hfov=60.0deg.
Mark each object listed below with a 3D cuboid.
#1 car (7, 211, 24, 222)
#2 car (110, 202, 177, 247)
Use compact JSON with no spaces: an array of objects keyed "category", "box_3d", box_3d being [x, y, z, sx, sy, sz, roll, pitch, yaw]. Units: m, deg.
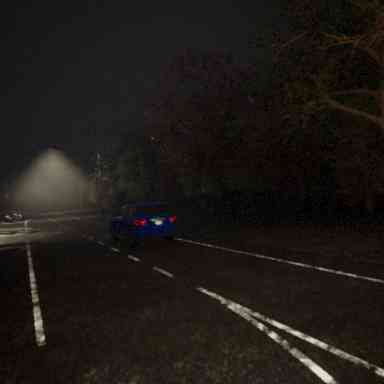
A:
[{"category":"car","box_3d":[-28.092,3.781,52.984,2.097,1.767,4.553,-3,-1,-22]},{"category":"car","box_3d":[-2.688,1.588,17.333,2.150,2.045,5.566,-3,-1,-27]}]
